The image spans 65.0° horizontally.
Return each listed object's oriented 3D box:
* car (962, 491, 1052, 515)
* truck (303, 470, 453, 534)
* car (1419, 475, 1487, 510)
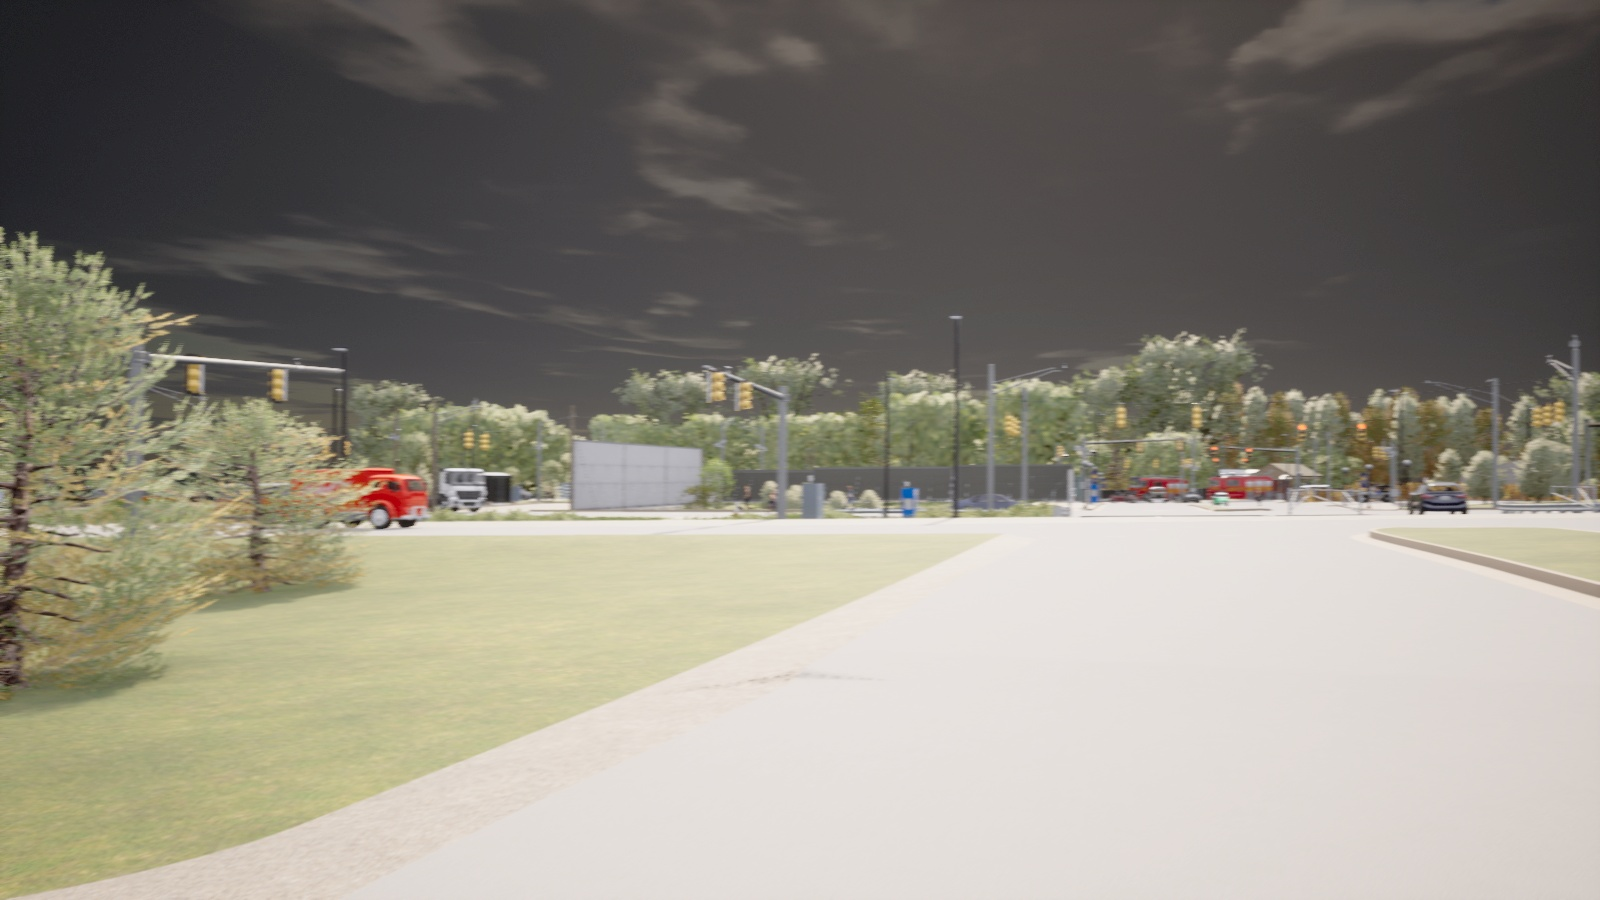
[{"bbox_3d":[13.003,3.322,78.822,5.357,1.411,2.033,-1,-1,16],"label":"car"},{"bbox_3d":[-17.225,2.110,51.372,5.204,2.467,2.627,-2,-2,15],"label":"truck"},{"bbox_3d":[32.445,2.092,62.506,2.242,1.667,4.611,-2,-2,18],"label":"car"}]
